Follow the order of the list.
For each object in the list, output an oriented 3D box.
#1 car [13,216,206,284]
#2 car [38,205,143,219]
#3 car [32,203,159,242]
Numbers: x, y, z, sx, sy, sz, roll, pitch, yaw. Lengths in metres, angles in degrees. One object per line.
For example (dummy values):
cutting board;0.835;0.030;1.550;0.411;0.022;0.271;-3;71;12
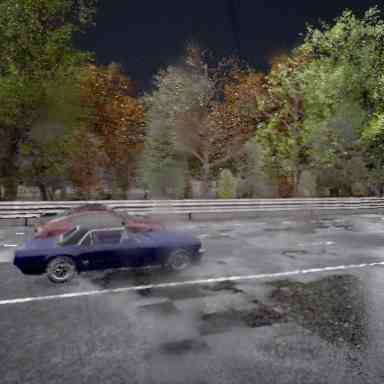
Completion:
car;-2.070;1.493;9.039;4.718;1.301;1.895;0;1;-20
car;-3.252;1.368;12.331;4.674;1.442;1.812;0;1;-20
car;-4.422;1.331;15.629;5.357;1.411;2.033;0;1;-20
